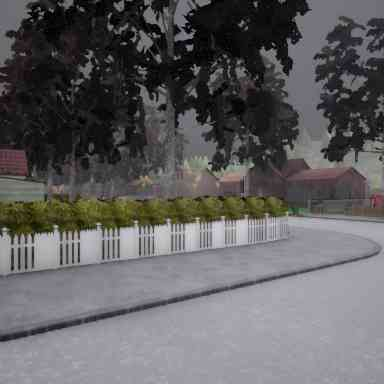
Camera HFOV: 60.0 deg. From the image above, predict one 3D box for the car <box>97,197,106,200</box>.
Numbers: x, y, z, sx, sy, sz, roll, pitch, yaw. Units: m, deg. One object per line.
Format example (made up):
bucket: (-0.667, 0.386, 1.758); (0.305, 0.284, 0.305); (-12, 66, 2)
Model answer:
car: (-17.268, 1.564, 64.447); (1.994, 1.385, 4.181); (0, 0, -36)

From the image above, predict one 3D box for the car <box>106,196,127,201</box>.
car: (-9.938, 1.352, 46.960); (2.097, 1.767, 4.553); (0, 0, -35)
